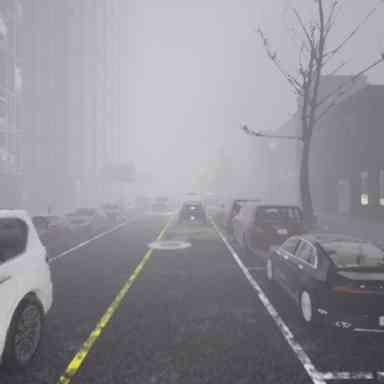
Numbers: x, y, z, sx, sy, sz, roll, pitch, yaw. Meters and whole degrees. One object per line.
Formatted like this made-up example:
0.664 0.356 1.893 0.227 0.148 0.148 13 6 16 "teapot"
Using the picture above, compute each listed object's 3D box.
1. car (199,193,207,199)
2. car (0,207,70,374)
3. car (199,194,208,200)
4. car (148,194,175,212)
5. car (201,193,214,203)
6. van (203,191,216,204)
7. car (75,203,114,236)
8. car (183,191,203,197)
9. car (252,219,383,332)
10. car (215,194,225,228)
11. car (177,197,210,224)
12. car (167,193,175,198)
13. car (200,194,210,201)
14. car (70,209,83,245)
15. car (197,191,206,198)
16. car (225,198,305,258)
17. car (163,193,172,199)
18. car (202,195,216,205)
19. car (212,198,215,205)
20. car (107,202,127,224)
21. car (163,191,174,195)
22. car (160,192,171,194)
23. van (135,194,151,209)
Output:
2.521 0.963 78.983 1.752 1.417 4.829 1 0 0 "car"
-3.098 1.208 2.647 2.150 2.045 5.566 0 0 0 "car"
2.533 1.066 73.267 1.802 1.307 4.206 1 0 0 "car"
-3.176 1.276 35.284 1.837 1.490 4.892 0 0 0 "car"
2.573 1.054 56.628 1.967 1.590 4.097 1 0 0 "car"
2.600 1.038 45.535 1.690 1.788 3.998 1 0 0 "van"
-5.721 1.473 17.785 1.802 1.307 4.206 1 0 0 "car"
-0.004 0.927 44.516 2.150 2.045 5.566 0 1 0 "car"
2.685 1.510 6.710 2.008 1.369 4.403 1 0 0 "car"
2.663 1.205 17.803 2.192 1.841 5.009 1 0 0 "car"
0.033 1.359 23.508 1.837 1.490 4.892 0 1 0 "car"
-5.898 0.869 95.431 1.947 1.339 4.313 1 0 0 "car"
2.546 1.073 67.722 1.887 1.381 4.507 1 0 0 "car"
-5.709 1.508 12.237 1.802 1.307 4.206 1 0 0 "car"
2.499 0.663 89.903 2.192 1.841 5.009 1 0 0 "car"
2.676 1.240 12.254 2.192 1.841 5.009 1 0 0 "car"
-5.859 0.967 78.621 1.752 1.417 4.829 1 0 0 "car"
2.584 1.221 51.083 1.947 1.339 4.313 1 0 0 "car"
2.648 1.377 23.521 1.752 1.417 4.829 1 0 0 "car"
-5.733 1.399 23.331 1.887 1.381 4.507 1 0 0 "car"
-5.843 0.800 73.244 2.192 1.841 5.009 1 0 0 "car"
-5.835 1.111 67.701 1.802 1.307 4.206 1 0 0 "car"
-5.768 1.079 39.969 1.690 1.788 3.998 1 0 0 "van"
